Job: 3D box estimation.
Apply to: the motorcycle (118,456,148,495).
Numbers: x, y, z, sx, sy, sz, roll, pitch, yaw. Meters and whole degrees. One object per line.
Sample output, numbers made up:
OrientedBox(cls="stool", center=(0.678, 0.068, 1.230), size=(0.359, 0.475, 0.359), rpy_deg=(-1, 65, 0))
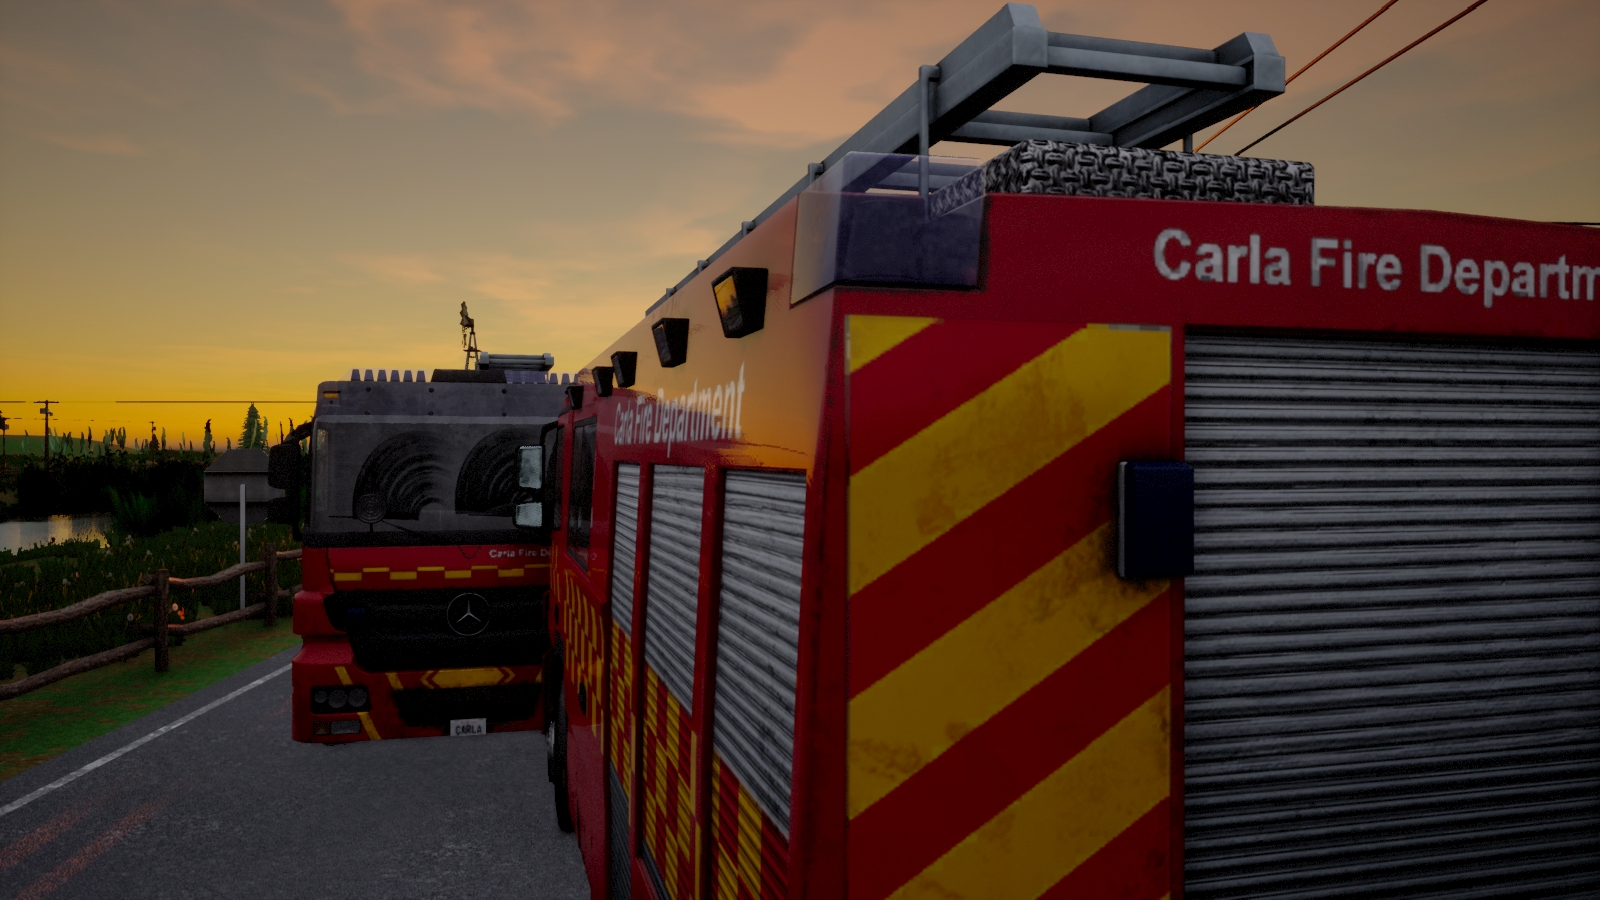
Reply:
OrientedBox(cls="motorcycle", center=(-41.452, 1.577, 71.056), size=(0.803, 2.348, 2.033), rpy_deg=(0, 0, -4))

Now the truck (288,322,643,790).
OrientedBox(cls="truck", center=(-3.935, 0.862, 13.802), size=(2.891, 3.827, 8.468), rpy_deg=(0, 0, -16))

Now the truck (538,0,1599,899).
OrientedBox(cls="truck", center=(0.126, 0.867, 6.871), size=(2.891, 3.827, 8.468), rpy_deg=(0, 0, -16))
